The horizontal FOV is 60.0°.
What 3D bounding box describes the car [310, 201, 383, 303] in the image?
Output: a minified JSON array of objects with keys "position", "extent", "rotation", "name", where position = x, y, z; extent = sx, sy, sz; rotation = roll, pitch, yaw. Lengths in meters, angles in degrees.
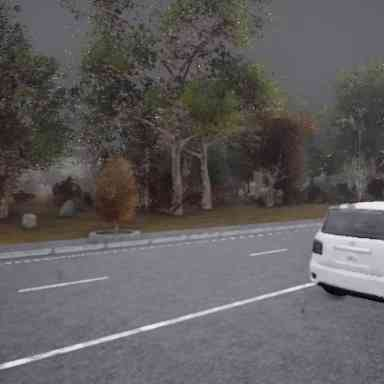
[{"position":[4.953,1.215,7.329],"extent":[5.566,2.045,2.150],"rotation":[0,0,-35],"name":"car"}]
